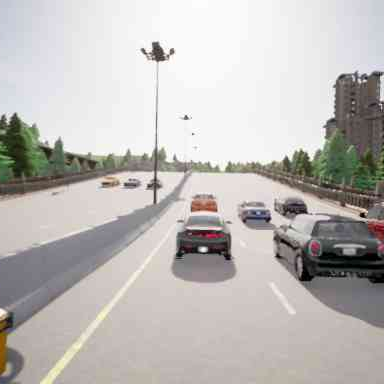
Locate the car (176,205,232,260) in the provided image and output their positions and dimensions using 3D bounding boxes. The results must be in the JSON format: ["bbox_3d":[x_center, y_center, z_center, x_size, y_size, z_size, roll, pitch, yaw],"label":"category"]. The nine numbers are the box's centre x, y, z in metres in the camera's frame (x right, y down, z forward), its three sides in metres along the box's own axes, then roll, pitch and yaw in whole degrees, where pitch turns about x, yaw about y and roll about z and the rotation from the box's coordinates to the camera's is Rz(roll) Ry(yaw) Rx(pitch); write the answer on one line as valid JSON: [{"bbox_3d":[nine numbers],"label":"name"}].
[{"bbox_3d":[0.455,1.493,12.559,1.837,1.490,4.892,1,0,3],"label":"car"}]

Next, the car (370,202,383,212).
[{"bbox_3d":[7.428,1.356,11.617,2.150,2.045,5.566,1,1,2],"label":"car"}]

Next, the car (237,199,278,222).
[{"bbox_3d":[4.321,1.244,23.547,2.033,1.411,5.357,1,3,3],"label":"car"}]

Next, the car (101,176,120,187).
[{"bbox_3d":[-12.297,-1.701,50.324,1.882,1.535,5.008,1,6,2],"label":"car"}]

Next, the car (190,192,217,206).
[{"bbox_3d":[0.987,0.760,27.276,2.097,1.767,4.553,1,4,2],"label":"car"}]

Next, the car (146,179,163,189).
[{"bbox_3d":[-5.385,-1.234,48.299,1.895,1.301,4.718,1,7,2],"label":"car"}]

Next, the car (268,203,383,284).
[{"bbox_3d":[3.857,1.426,10.063,2.097,1.767,4.553,1,0,3],"label":"car"}]

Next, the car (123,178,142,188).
[{"bbox_3d":[-8.836,-1.424,49.472,1.895,1.301,4.718,1,7,2],"label":"car"}]

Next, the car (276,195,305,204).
[{"bbox_3d":[7.989,1.039,27.276,1.837,1.490,4.892,1,4,2],"label":"car"}]
